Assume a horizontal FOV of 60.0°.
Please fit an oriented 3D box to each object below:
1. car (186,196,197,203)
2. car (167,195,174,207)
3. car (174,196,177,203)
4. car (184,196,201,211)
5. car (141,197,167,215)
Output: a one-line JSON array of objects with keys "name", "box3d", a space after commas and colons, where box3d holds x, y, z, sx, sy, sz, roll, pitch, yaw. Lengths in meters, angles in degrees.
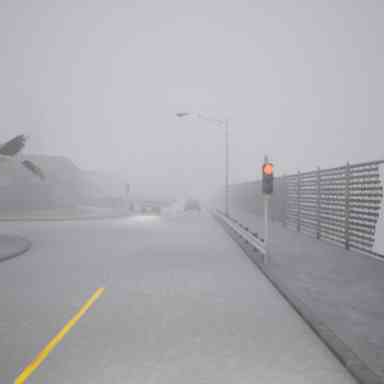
[{"name": "car", "box3d": [-0.084, 1.550, 68.171, 2.033, 1.411, 5.357, 0, 0, 0]}, {"name": "car", "box3d": [-4.148, 1.479, 49.954, 1.882, 1.535, 5.008, 0, 0, 0]}, {"name": "car", "box3d": [-4.085, 1.479, 68.948, 1.882, 1.535, 5.008, 0, 0, 0]}, {"name": "car", "box3d": [0.052, 1.548, 39.981, 2.033, 1.411, 5.357, 0, 0, 0]}, {"name": "car", "box3d": [-4.138, 1.492, 34.638, 2.128, 1.511, 4.902, 0, 0, 0]}]
